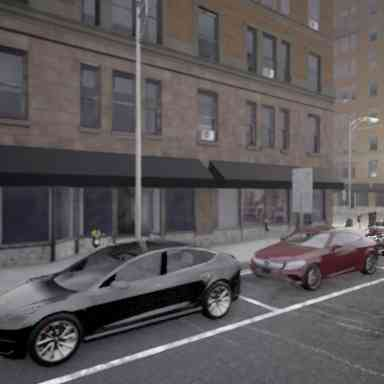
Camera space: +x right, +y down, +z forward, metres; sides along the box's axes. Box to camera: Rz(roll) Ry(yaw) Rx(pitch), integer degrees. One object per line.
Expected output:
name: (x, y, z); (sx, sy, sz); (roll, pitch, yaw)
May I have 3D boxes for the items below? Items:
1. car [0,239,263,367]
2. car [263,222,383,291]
car: (-1.032, 1.573, 5.798); (4.313, 1.339, 1.947); (0, 0, -36)
car: (3.444, 1.607, 8.997); (4.206, 1.307, 1.802); (0, 0, -36)
